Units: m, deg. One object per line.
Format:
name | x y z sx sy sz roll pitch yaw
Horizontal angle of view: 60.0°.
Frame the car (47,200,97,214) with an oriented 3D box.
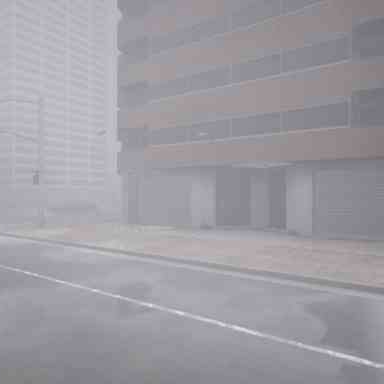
car | -13.035 1.547 36.555 2.033 1.411 5.357 0 0 35
